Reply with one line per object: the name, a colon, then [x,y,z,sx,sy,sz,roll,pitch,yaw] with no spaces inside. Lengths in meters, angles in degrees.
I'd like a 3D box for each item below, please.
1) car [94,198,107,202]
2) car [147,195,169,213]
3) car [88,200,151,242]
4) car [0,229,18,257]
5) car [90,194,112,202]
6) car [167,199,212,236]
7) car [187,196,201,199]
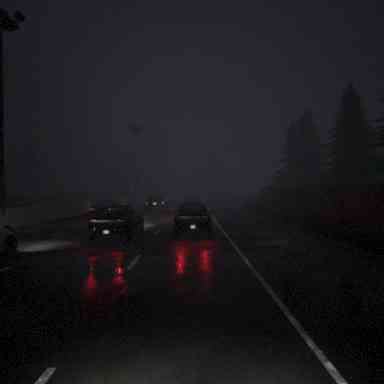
car: [-6.996,1.339,27.855,2.033,1.411,5.357,0,0,0]
car: [-3.386,1.102,32.950,2.097,1.767,4.553,0,0,2]
car: [-3.461,1.373,15.795,2.128,1.511,4.902,0,0,0]
car: [-6.943,1.457,9.584,1.812,1.442,4.674,0,0,0]
car: [-16.665,1.070,61.237,1.812,1.442,4.674,0,0,16]
car: [0.032,1.356,17.587,2.128,1.511,4.902,0,0,0]
car: [0.194,1.210,34.786,1.882,1.535,5.008,0,0,3]
